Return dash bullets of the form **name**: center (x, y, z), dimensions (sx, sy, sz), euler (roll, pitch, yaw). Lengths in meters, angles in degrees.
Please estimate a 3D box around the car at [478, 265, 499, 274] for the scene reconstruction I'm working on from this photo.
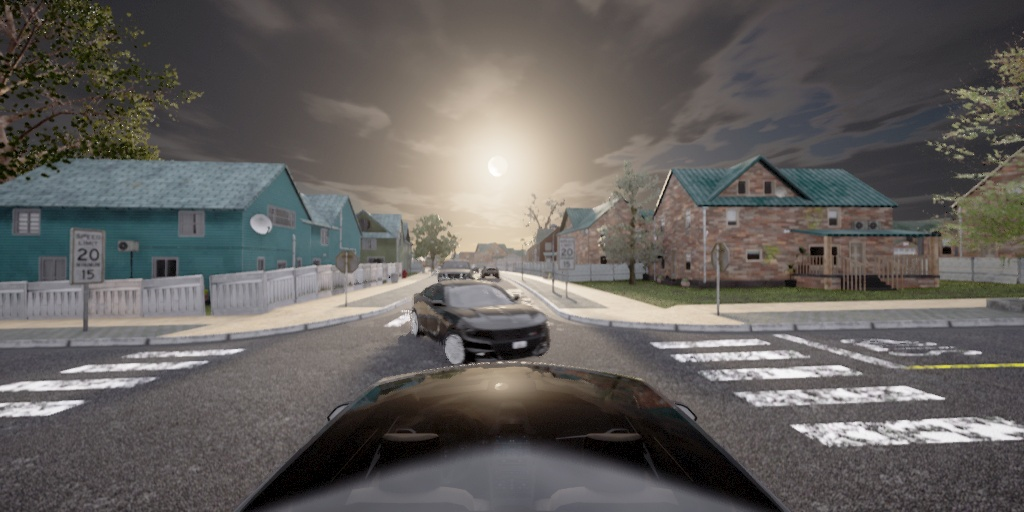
- **car**: center (-2.489, 1.746, 39.850), dimensions (1.837, 1.490, 4.892), euler (0, -1, -8)

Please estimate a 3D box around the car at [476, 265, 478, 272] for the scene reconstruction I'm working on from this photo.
- **car**: center (-6.966, 2.175, 63.355), dimensions (1.812, 1.442, 4.674), euler (0, -2, -13)

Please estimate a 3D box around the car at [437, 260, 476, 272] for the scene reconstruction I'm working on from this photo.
- **car**: center (-3.745, 1.262, 24.355), dimensions (2.150, 2.045, 5.566), euler (0, -1, -5)

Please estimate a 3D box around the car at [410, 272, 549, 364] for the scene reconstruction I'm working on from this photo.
- **car**: center (-1.045, 1.319, 8.513), dimensions (1.882, 1.535, 5.008), euler (-1, 0, -28)
